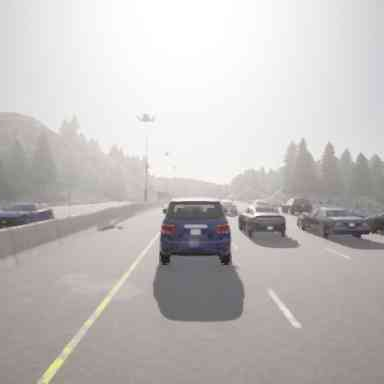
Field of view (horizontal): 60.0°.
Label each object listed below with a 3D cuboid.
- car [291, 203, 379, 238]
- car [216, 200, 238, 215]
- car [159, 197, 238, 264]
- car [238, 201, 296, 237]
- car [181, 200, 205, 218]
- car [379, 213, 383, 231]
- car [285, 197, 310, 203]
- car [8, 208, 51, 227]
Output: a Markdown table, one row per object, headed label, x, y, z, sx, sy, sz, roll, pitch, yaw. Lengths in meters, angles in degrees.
| label | x | y | z | sx | sy | sz | roll | pitch | yaw |
| --- | --- | --- | --- | --- | --- | --- | --- | --- | --- |
| car | 7.102 | 1.503 | 17.286 | 2.033 | 1.411 | 5.357 | 0 | 0 | 0 |
| car | 3.605 | 1.565 | 34.877 | 1.812 | 1.442 | 4.674 | 0 | -1 | 0 |
| car | 0.100 | 1.185 | 11.841 | 2.150 | 2.045 | 5.566 | 0 | 0 | 0 |
| car | 3.603 | 1.446 | 17.744 | 2.128 | 1.511 | 4.902 | 0 | 0 | 0 |
| car | 0.104 | 1.557 | 31.545 | 2.033 | 1.411 | 5.357 | 0 | 0 | 0 |
| car | 10.602 | 1.504 | 16.416 | 2.033 | 1.411 | 5.357 | 0 | 0 | 0 |
| car | 10.605 | 1.382 | 33.934 | 2.097 | 1.767 | 4.553 | 0 | -1 | 0 |
| car | -10.596 | 1.433 | 21.253 | 1.882 | 1.535 | 5.008 | 0 | 0 | 0 |
